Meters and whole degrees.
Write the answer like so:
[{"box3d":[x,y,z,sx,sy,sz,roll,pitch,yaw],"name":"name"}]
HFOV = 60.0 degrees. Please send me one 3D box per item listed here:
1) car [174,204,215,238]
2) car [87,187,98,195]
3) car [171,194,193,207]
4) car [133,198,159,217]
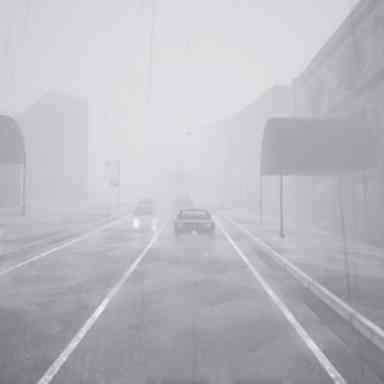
[{"box3d":[0.102,1.523,17.277,1.895,1.301,4.718,0,1,0],"name":"car"},{"box3d":[-20.792,-0.180,66.632,5.008,1.535,1.882,4,0,42],"name":"car"},{"box3d":[-1.237,0.983,38.476,2.097,1.767,4.553,0,1,-9],"name":"car"},{"box3d":[-3.895,1.284,28.849,1.837,1.490,4.892,0,1,-3],"name":"car"}]
